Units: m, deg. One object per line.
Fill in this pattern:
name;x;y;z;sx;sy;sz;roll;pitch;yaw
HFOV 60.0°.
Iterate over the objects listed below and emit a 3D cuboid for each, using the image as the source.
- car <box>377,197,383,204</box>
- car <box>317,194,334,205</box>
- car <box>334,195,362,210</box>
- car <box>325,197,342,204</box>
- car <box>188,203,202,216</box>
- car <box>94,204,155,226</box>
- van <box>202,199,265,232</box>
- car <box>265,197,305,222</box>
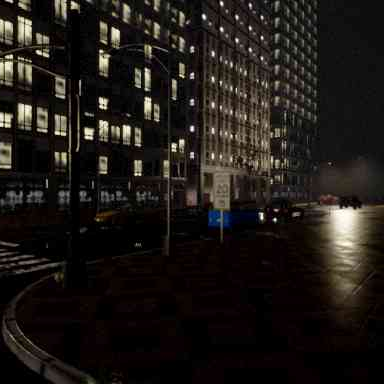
car;38.174;1.658;66.534;1.947;1.339;4.313;0;0;38
car;25.141;1.380;62.535;2.192;1.841;5.009;0;0;38
car;21.191;1.368;44.503;2.192;1.841;5.009;0;0;38
car;28.538;1.623;66.940;2.008;1.369;4.403;0;0;38
car;1.362;1.603;31.689;1.802;1.307;4.206;0;0;38
car;-4.751;1.539;23.971;1.752;1.417;4.829;0;0;38
van;2.636;1.367;20.252;1.690;1.788;3.998;0;0;38
car;7.603;1.472;26.877;1.967;1.590;4.097;0;0;38
